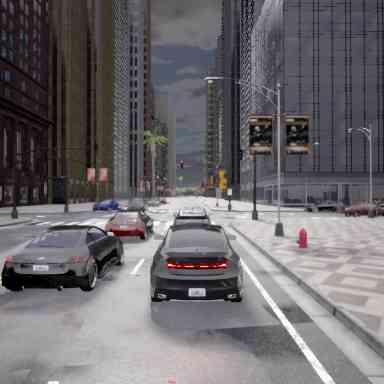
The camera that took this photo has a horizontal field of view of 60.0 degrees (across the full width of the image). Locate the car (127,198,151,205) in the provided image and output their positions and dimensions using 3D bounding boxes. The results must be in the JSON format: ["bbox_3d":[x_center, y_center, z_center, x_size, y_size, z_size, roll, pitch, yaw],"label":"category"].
[{"bbox_3d":[-6.654,1.521,40.660,2.097,1.767,4.553,0,0,0],"label":"car"}]

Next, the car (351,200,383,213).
[{"bbox_3d":[20.772,1.644,37.913,4.313,1.339,1.947,0,0,-1],"label":"car"}]

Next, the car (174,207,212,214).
[{"bbox_3d":[0.026,1.530,17.572,2.128,1.511,4.902,0,0,0],"label":"car"}]

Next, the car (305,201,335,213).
[{"bbox_3d":[15.133,1.663,37.817,4.313,1.339,1.947,0,0,-1],"label":"car"}]

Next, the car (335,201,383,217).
[{"bbox_3d":[15.275,1.577,29.294,4.206,1.307,1.802,0,0,-1],"label":"car"}]

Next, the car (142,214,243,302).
[{"bbox_3d":[0.090,1.515,8.251,1.837,1.490,4.892,0,0,0],"label":"car"}]

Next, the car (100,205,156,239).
[{"bbox_3d":[-3.173,1.602,17.425,1.994,1.385,4.181,0,0,0],"label":"car"}]

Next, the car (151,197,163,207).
[{"bbox_3d":[-6.661,1.889,58.153,1.895,1.301,4.718,0,0,0],"label":"car"}]

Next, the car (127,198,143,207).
[{"bbox_3d":[-9.910,1.851,57.919,1.994,1.385,4.181,0,0,0],"label":"car"}]

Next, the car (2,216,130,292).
[{"bbox_3d":[-3.168,1.576,9.026,1.994,1.385,4.181,0,0,1],"label":"car"}]

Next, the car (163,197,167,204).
[{"bbox_3d":[-6.601,1.876,72.143,1.882,1.535,5.008,0,0,0],"label":"car"}]

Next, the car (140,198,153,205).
[{"bbox_3d":[-9.851,1.936,71.824,2.033,1.411,5.357,0,0,0],"label":"car"}]

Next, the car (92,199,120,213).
[{"bbox_3d":[-10.303,1.646,40.339,1.882,1.535,5.008,0,0,7],"label":"car"}]
